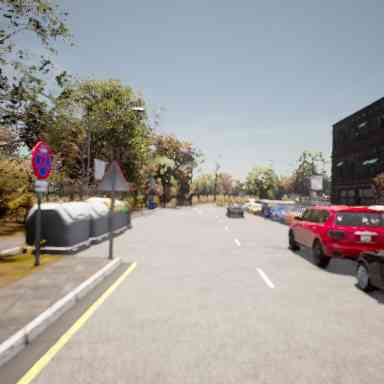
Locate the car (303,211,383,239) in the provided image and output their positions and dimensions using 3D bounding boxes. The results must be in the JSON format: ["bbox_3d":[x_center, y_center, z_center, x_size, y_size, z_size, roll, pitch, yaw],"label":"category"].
[{"bbox_3d":[9.722,2.069,20.852,4.792,1.488,2.163,3,0,-18],"label":"car"}]

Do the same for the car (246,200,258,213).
[{"bbox_3d":[10.313,2.382,44.822,5.366,1.575,1.946,3,-1,-18],"label":"car"}]

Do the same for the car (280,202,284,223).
[{"bbox_3d":[9.914,1.999,26.865,4.553,1.767,2.185,3,-1,-18],"label":"car"}]

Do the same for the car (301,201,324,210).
[{"bbox_3d":[30.237,3.316,83.469,2.435,2.045,5.566,2,-2,-20],"label":"car"}]

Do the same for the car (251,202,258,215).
[{"bbox_3d":[10.406,2.389,41.876,4.674,1.452,2.002,3,-1,-18],"label":"car"}]

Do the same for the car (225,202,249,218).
[{"bbox_3d":[5.010,2.152,39.324,2.128,1.511,4.902,2,-1,2],"label":"car"}]

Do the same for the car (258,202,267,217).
[{"bbox_3d":[10.216,2.259,35.878,5.008,1.535,2.097,3,-1,-18],"label":"car"}]

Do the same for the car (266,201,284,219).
[{"bbox_3d":[10.169,2.091,32.877,4.553,1.767,2.185,3,-1,-18],"label":"car"}]

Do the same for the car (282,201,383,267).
[{"bbox_3d":[5.337,1.540,12.730,2.150,2.045,5.566,2,-1,2],"label":"car"}]

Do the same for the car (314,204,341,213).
[{"bbox_3d":[27.022,3.252,66.528,2.163,1.488,4.792,2,0,-20],"label":"car"}]

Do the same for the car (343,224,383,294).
[{"bbox_3d":[5.138,1.715,6.699,1.882,1.535,5.008,2,-1,2],"label":"car"}]

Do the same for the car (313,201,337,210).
[{"bbox_3d":[33.295,3.411,83.414,2.435,2.045,5.566,3,-2,-20],"label":"car"}]

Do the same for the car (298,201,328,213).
[{"bbox_3d":[24.115,2.880,66.505,2.435,2.045,5.566,2,0,-20],"label":"car"}]

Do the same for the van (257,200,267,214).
[{"bbox_3d":[10.433,2.084,38.921,4.442,1.987,1.878,3,-1,-18],"label":"van"}]

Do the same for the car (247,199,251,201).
[{"bbox_3d":[10.689,2.234,50.910,5.566,2.045,2.435,3,-1,-18],"label":"car"}]

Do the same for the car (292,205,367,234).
[{"bbox_3d":[9.818,1.956,23.866,4.553,1.767,2.185,3,-1,-18],"label":"car"}]

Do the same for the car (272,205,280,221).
[{"bbox_3d":[10.037,2.210,29.869,4.674,1.452,2.002,3,-1,-18],"label":"car"}]

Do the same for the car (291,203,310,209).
[{"bbox_3d":[27.206,3.501,83.474,2.163,1.488,4.792,2,-2,-20],"label":"car"}]
